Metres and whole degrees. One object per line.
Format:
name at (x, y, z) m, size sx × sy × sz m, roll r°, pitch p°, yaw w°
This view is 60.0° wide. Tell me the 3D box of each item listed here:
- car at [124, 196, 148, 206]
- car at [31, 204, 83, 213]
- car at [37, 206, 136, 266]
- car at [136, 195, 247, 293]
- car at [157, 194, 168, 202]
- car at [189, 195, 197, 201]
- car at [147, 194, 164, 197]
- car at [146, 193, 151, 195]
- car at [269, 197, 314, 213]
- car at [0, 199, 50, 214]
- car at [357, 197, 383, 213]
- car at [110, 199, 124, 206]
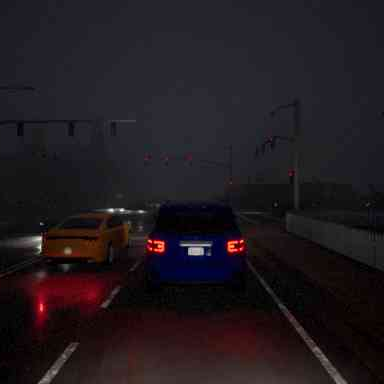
car at (-7.000, 1.525, 42.222) m, size 1.812 × 1.442 × 4.674 m, roll 0°, pitch 0°, yaw 0°
car at (-7.054, 1.547, 19.600) m, size 2.033 × 1.411 × 5.357 m, roll 0°, pitch 0°, yaw 0°
car at (-3.397, 1.478, 11.629) m, size 1.882 × 1.535 × 5.008 m, roll 0°, pitch 0°, yaw 0°
car at (0.083, 1.221, 9.007) m, size 2.150 × 2.045 × 5.566 m, roll 0°, pitch 0°, yaw 0°
car at (-6.821, 1.355, 76.557) m, size 2.097 × 1.767 × 4.553 m, roll 0°, pitch 0°, yaw 0°
car at (0.208, 1.539, 88.996) m, size 2.033 × 1.411 × 5.357 m, roll 0°, pitch 0°, yaw 0°
car at (-6.896, 1.547, 63.516) m, size 2.033 × 1.411 × 5.357 m, roll 0°, pitch 0°, yaw 1°
car at (-10.347, 1.492, 68.285) m, size 2.128 × 1.511 × 4.902 m, roll 0°, pitch 0°, yaw 0°
car at (10.731, 1.352, 36.062) m, size 4.553 × 1.767 × 2.097 m, roll 0°, pitch 0°, yaw -1°
car at (-17.822, 1.477, 35.457) m, size 5.008 × 1.535 × 1.882 m, roll 0°, pitch 1°, yaw -9°
car at (20.513, 1.352, 36.282) m, size 4.553 × 1.767 × 2.097 m, roll 0°, pitch 0°, yaw -1°
car at (-10.485, 1.601, 48.161) m, size 1.895 × 1.301 × 4.718 m, roll 0°, pitch 0°, yaw 0°
